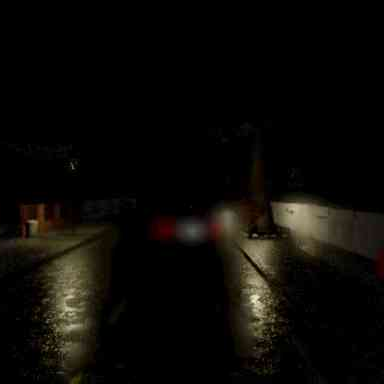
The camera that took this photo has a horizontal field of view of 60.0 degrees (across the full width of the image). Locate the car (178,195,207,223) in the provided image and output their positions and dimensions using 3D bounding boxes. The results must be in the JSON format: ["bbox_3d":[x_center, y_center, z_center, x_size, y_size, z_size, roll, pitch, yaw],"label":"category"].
[{"bbox_3d":[0.073,1.290,27.372,2.150,2.045,5.566,0,0,1],"label":"car"}]

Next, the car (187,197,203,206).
[{"bbox_3d":[0.598,1.725,59.926,1.882,1.535,5.008,0,0,12],"label":"car"}]

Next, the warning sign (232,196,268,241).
[{"bbox_3d":[2.496,1.139,14.512,1.300,1.860,1.060,-1,-2,0],"label":"warning sign"}]

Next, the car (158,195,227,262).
[{"bbox_3d":[0.036,1.242,12.360,2.150,2.045,5.566,0,0,1],"label":"car"}]
